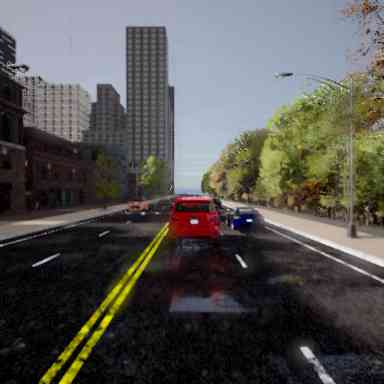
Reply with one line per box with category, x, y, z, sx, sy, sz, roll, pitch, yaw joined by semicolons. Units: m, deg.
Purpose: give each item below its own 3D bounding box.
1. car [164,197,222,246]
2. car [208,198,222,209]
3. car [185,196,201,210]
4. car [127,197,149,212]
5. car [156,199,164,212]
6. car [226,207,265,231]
car;0.094;1.267;15.738;2.150;2.045;5.566;0;0;0
car;3.331;1.636;48.874;1.837;1.490;4.892;0;0;0
car;0.082;1.475;45.178;2.097;1.767;4.553;0;0;0
car;-6.585;1.463;40.813;2.097;1.767;4.553;0;0;0
car;-3.335;1.619;40.940;1.837;1.490;4.892;0;-1;0
car;3.342;1.624;21.327;1.994;1.385;4.181;0;0;0
